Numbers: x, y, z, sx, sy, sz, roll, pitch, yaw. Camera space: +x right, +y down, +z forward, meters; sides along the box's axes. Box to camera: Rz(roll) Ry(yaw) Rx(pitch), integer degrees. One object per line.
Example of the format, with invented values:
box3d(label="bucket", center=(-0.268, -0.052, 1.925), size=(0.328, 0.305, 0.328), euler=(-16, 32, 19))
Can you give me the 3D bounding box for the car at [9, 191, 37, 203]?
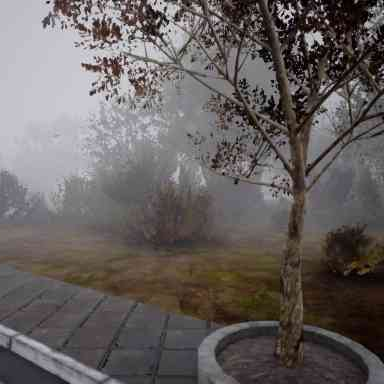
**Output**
box3d(label="car", center=(-20.064, 0.942, 39.047), size=(2.150, 2.045, 5.566), euler=(1, 1, 31))
